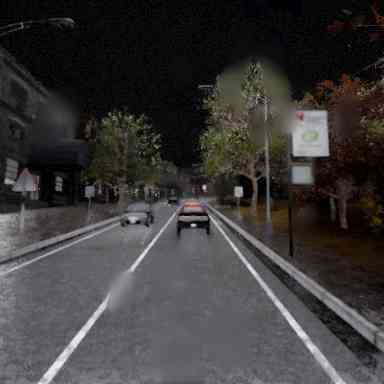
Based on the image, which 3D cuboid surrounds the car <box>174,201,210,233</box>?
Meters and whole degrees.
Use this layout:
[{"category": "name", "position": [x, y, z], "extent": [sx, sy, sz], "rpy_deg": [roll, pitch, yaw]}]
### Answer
[{"category": "car", "position": [0.077, 1.530, 19.837], "extent": [2.128, 1.511, 4.902], "rpy_deg": [0, 0, 0]}]

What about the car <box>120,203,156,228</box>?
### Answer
[{"category": "car", "position": [-3.624, 1.537, 22.882], "extent": [2.128, 1.511, 4.902], "rpy_deg": [0, 0, 0]}]

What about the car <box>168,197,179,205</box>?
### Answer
[{"category": "car", "position": [-3.551, 1.676, 64.669], "extent": [2.033, 1.411, 5.357], "rpy_deg": [0, 0, 2]}]

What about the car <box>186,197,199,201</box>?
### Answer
[{"category": "car", "position": [0.055, 1.425, 37.832], "extent": [2.097, 1.767, 4.553], "rpy_deg": [0, 0, 0]}]
